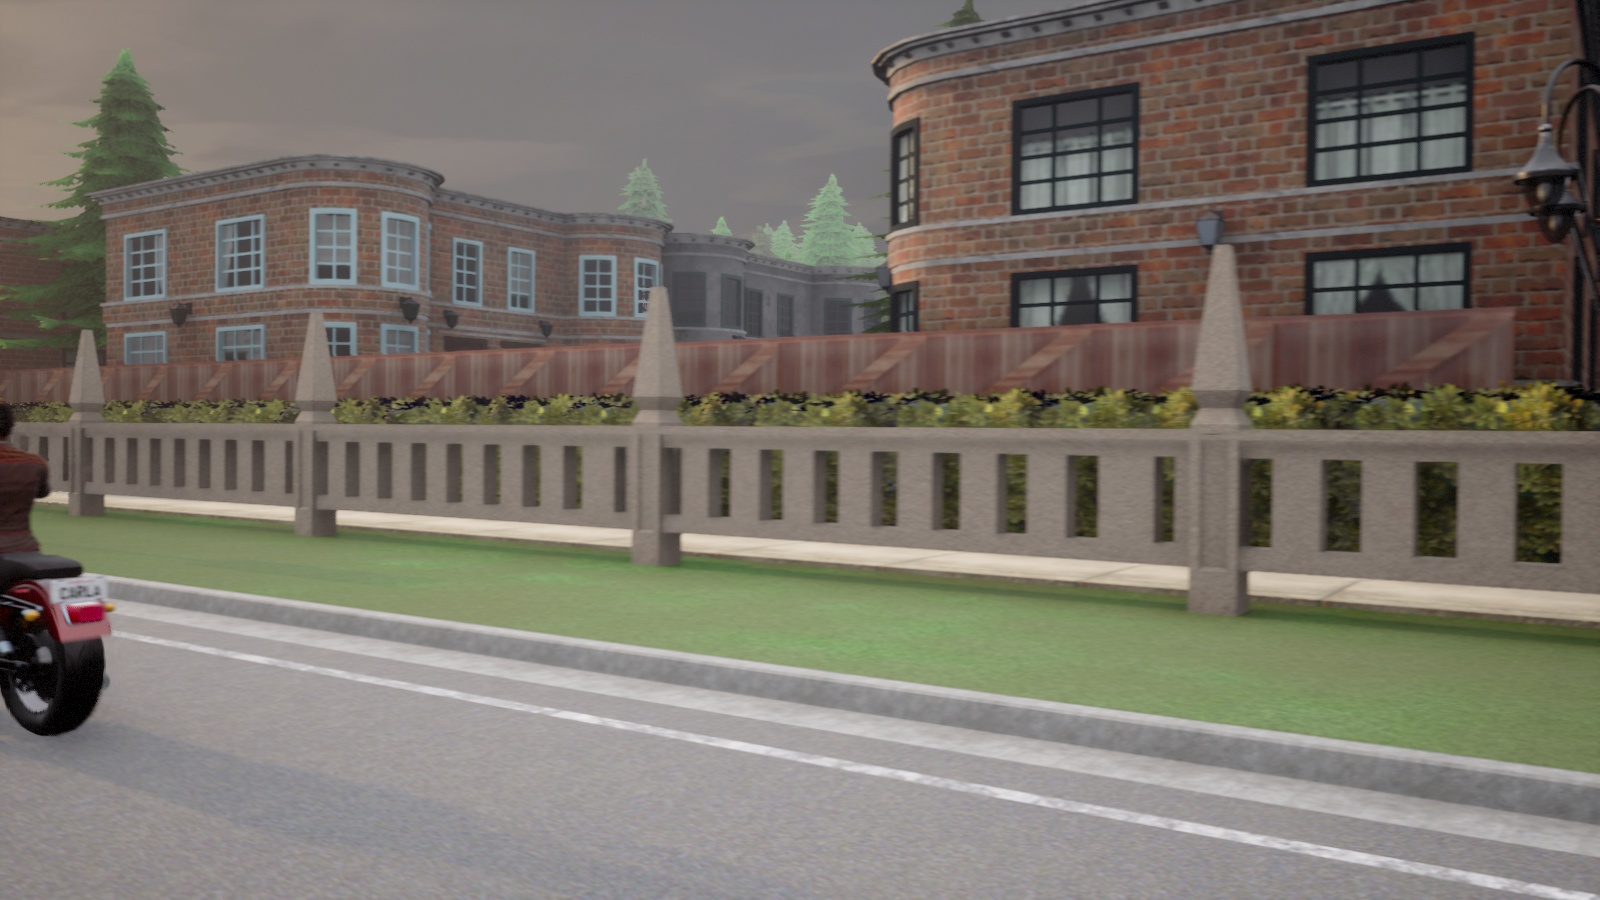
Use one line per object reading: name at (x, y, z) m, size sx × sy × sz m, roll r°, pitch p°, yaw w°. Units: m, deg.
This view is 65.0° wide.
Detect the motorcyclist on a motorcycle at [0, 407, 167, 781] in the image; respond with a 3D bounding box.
motorcyclist on a motorcycle at (-4.310, 0.632, 6.486) m, size 2.350 × 1.649 × 0.766 m, roll 0°, pitch 1°, yaw 34°

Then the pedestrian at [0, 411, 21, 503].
pedestrian at (-16.013, 0.141, 25.259) m, size 0.594 × 1.836 × 0.345 m, roll 0°, pitch 1°, yaw 34°
